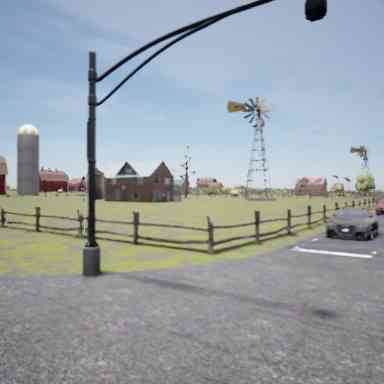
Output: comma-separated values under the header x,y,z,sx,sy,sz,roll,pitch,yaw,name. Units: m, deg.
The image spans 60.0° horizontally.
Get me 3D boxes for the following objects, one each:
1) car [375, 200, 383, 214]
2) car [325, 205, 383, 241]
x,y,z,sx,sy,sz,roll,pitch,yaw,name
19.258,1.458,32.622,1.882,1.535,5.008,0,0,35,car
8.227,1.564,16.980,1.994,1.385,4.181,0,0,35,car
